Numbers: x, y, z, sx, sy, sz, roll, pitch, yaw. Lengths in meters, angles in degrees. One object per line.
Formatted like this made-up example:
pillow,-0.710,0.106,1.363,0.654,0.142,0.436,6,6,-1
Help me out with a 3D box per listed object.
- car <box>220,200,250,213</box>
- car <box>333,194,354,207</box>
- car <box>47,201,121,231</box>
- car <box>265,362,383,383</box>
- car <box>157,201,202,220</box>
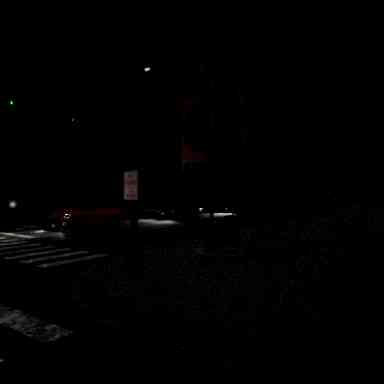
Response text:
car,4.867,1.619,37.317,1.994,1.385,4.181,0,0,36
car,24.099,1.347,52.878,2.150,2.045,5.566,0,0,35
car,-6.704,1.370,21.012,2.097,1.767,4.553,0,0,35
car,2.194,1.551,1.277,4.403,1.369,2.008,0,0,36
car,-1.006,1.541,29.048,1.837,1.490,4.892,0,0,35
